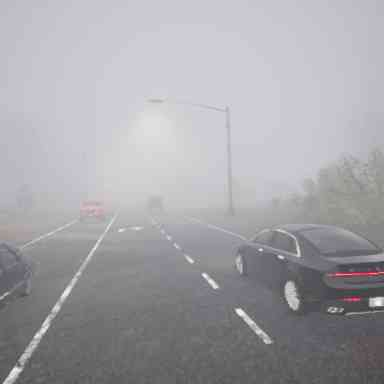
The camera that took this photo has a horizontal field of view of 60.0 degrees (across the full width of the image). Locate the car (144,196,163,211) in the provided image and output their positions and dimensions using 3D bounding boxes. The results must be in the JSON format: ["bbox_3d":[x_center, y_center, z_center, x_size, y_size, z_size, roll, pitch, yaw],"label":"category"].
[{"bbox_3d":[-5.537,1.656,49.184,2.150,2.045,5.566,-2,0,-11],"label":"car"}]

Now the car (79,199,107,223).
[{"bbox_3d":[-9.236,1.699,31.323,2.150,2.045,5.566,-2,0,-11],"label":"car"}]

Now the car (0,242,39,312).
[{"bbox_3d":[-4.431,1.727,6.220,2.033,1.411,5.357,-2,0,-10],"label":"car"}]

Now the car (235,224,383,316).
[{"bbox_3d":[2.419,1.478,7.529,1.837,1.490,4.892,-2,0,-11],"label":"car"}]

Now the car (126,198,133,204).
[{"bbox_3d":[-17.598,2.579,93.815,1.895,1.301,4.718,-2,0,-11],"label":"car"}]

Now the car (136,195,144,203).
[{"bbox_3d":[-13.678,2.391,91.926,2.033,1.411,5.357,-2,0,-11],"label":"car"}]
